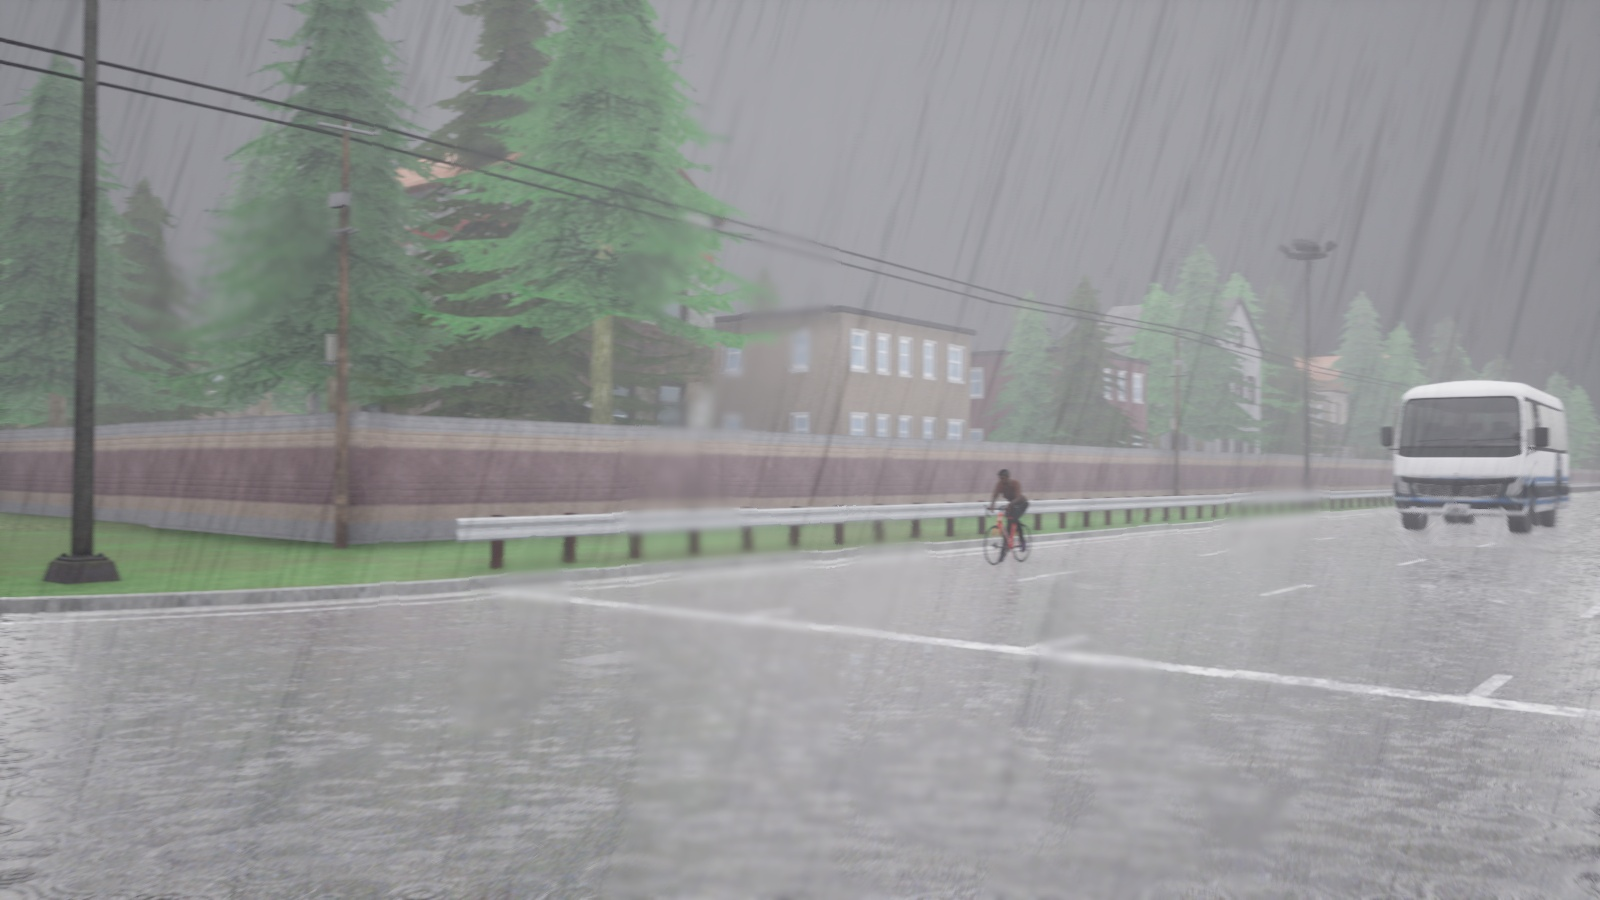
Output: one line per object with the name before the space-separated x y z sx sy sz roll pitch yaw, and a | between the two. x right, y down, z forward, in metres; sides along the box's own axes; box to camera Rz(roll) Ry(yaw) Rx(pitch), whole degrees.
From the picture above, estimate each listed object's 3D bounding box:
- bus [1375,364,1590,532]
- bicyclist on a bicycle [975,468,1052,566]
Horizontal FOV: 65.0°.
bus | 20.388 0.036 37.070 3.944 4.253 10.273 -1 -1 38
bicyclist on a bicycle | 3.699 1.127 21.646 0.582 1.620 1.656 -1 -1 38
